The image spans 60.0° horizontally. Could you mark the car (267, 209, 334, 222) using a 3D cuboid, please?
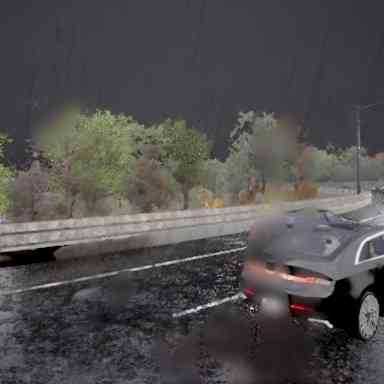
[{"bbox_3d":[4.180,1.315,11.751,5.357,1.411,2.033,-2,1,-42],"label":"car"}]

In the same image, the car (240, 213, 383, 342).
[{"bbox_3d":[3.045,1.352,6.282,4.902,1.511,2.128,-2,1,-38],"label":"car"}]

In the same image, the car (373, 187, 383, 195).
[{"bbox_3d":[37.012,-0.216,65.090,1.837,1.490,4.892,-1,1,13],"label":"car"}]
